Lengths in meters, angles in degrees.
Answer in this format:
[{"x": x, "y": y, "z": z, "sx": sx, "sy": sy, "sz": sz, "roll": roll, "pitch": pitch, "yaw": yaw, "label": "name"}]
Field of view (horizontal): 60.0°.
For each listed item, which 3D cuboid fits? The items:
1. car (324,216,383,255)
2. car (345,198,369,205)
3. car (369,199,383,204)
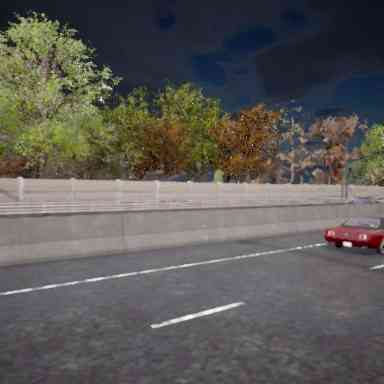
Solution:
[{"x": 7.470, "y": 1.610, "z": 13.364, "sx": 4.718, "sy": 1.301, "sz": 1.895, "roll": 0, "pitch": 0, "yaw": -35, "label": "car"}, {"x": 23.584, "y": 1.611, "z": 46.470, "sx": 5.357, "sy": 1.411, "sz": 2.033, "roll": 0, "pitch": 0, "yaw": -35, "label": "car"}, {"x": 26.079, "y": 1.557, "z": 43.948, "sx": 4.902, "sy": 1.511, "sz": 2.128, "roll": 0, "pitch": 0, "yaw": -35, "label": "car"}]
